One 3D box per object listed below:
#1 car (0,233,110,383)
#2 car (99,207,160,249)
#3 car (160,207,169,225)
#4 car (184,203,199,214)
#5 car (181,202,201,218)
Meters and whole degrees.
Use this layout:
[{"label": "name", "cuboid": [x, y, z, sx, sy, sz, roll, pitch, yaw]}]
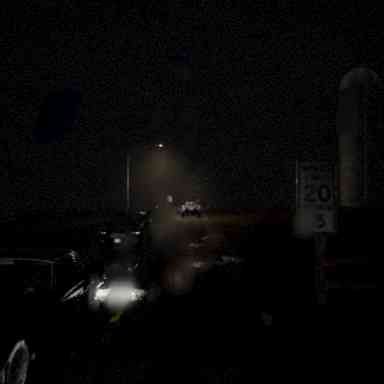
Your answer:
[{"label": "car", "cuboid": [-2.831, 1.629, 5.183, 1.895, 1.301, 4.718, 0, -1, -1]}, {"label": "car", "cuboid": [-2.882, 1.641, 15.304, 2.128, 1.511, 4.902, 0, -1, 0]}, {"label": "car", "cuboid": [-2.909, 1.901, 26.944, 1.994, 1.385, 4.181, 0, -1, -1]}, {"label": "car", "cuboid": [-0.118, 2.273, 47.416, 2.033, 1.411, 5.357, 0, -1, 0]}, {"label": "car", "cuboid": [-0.095, 1.870, 36.644, 2.097, 1.767, 4.553, 0, -1, 0]}]
